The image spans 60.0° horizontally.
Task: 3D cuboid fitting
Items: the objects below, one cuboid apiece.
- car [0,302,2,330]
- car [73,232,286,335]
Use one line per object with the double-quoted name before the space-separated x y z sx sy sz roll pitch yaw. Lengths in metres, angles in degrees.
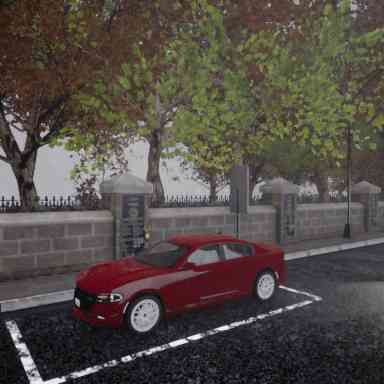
"car" -4.504 1.551 3.439 4.403 1.369 2.008 0 0 -36
"car" -0.027 1.545 6.702 4.507 1.381 1.887 0 0 -36
